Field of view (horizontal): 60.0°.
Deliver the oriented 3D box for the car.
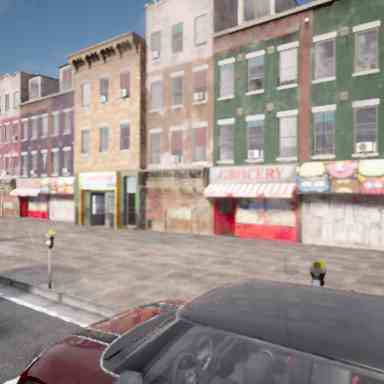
[{"bbox_3d":[0.422,1.442,2.498,4.097,1.590,1.967,0,0,36],"label":"car"}]
